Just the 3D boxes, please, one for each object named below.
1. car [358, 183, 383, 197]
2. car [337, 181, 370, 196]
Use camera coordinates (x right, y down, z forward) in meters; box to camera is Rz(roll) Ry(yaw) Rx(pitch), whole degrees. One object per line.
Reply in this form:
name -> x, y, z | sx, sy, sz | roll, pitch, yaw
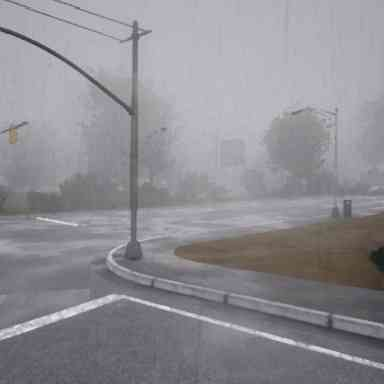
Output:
car -> 25.082, -0.170, 44.826 | 4.674, 1.442, 1.812 | -3, 2, -25
car -> 23.570, -0.448, 47.980 | 5.566, 2.045, 2.150 | -3, 2, -25
